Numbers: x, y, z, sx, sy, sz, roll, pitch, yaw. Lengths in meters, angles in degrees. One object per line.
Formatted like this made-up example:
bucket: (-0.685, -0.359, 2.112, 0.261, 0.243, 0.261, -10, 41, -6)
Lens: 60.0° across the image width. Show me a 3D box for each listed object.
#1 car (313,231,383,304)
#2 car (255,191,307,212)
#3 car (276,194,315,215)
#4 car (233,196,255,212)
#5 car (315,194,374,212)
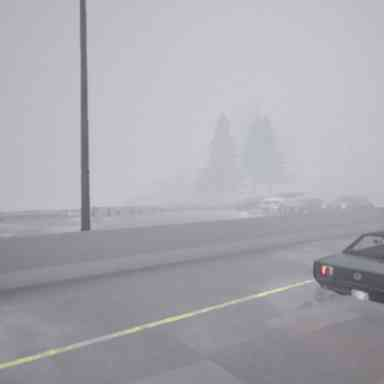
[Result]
car: (4.773, 1.501, 7.154, 4.718, 1.301, 1.895, -1, 1, -36)
car: (9.029, 0.896, 31.921, 5.566, 2.045, 2.150, -1, 0, -35)
car: (9.671, 1.201, 28.077, 4.892, 1.490, 1.837, -1, 1, -35)
car: (6.436, 1.187, 34.366, 4.892, 1.490, 1.837, -1, 1, -35)
car: (11.868, 1.046, 25.346, 4.553, 1.767, 2.097, -1, 1, -35)
